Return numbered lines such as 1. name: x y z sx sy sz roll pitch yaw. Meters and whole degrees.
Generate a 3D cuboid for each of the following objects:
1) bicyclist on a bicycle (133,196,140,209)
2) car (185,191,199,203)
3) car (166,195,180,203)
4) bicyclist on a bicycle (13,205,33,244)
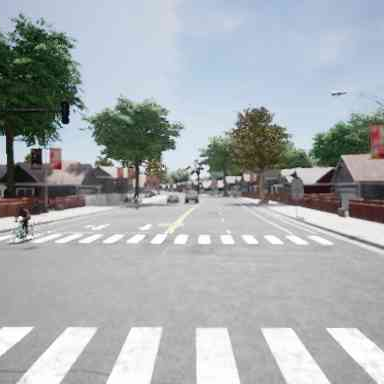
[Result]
1. bicyclist on a bicycle: -6.510 1.224 39.139 0.866 1.612 1.509 0 0 2
2. car: 0.006 0.893 57.743 2.150 2.045 5.566 0 0 5
3. car: -3.234 1.193 57.995 1.812 1.442 4.674 0 0 5
4. bicyclist on a bicycle: -7.357 1.396 14.517 0.582 1.620 1.656 0 1 2
